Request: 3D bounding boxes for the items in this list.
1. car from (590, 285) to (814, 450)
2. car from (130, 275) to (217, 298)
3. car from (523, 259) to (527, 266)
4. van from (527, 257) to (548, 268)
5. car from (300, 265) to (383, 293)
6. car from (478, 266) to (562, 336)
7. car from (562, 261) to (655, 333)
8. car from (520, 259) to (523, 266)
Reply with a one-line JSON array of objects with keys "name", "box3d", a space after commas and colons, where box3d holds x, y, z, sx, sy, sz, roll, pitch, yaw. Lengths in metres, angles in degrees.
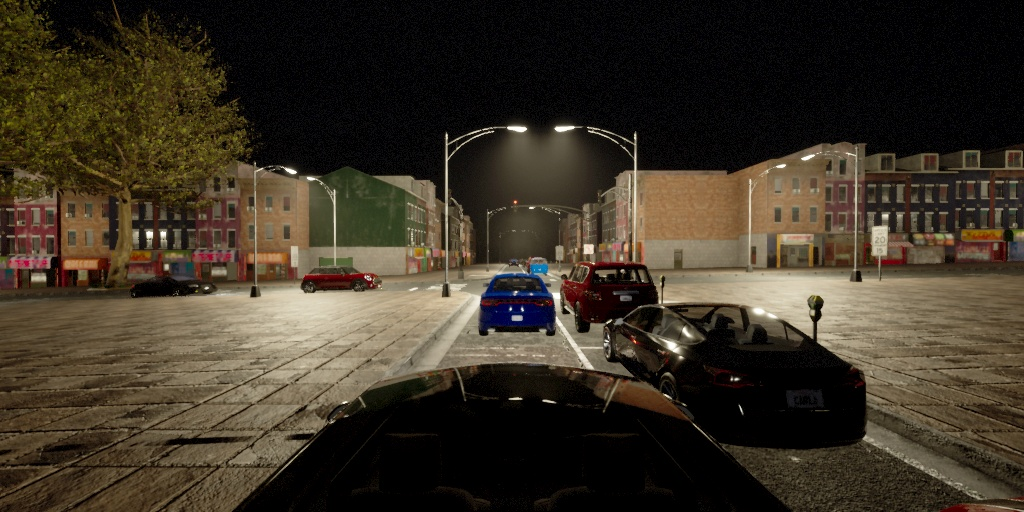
[{"name": "car", "box3d": [2.646, 1.315, 5.293, 1.948, 1.339, 4.313, 0, 0, 0]}, {"name": "car", "box3d": [-21.162, 1.889, 22.505, 4.181, 1.385, 1.994, -2, 1, 0]}, {"name": "car", "box3d": [2.779, 1.084, 42.462, 2.192, 1.841, 5.009, 0, 0, 0]}, {"name": "van", "box3d": [2.760, 1.104, 37.056, 1.690, 1.789, 3.998, 0, 0, 0]}, {"name": "car", "box3d": [-10.576, 1.369, 22.472, 4.553, 1.767, 2.097, -2, 1, 0]}, {"name": "car", "box3d": [0.144, 1.227, 10.419, 1.882, 1.535, 5.008, 0, 0, 1]}, {"name": "car", "box3d": [2.666, 1.064, 10.695, 2.192, 1.841, 5.009, 0, 0, 0]}, {"name": "car", "box3d": [2.856, 1.356, 64.087, 2.007, 1.370, 4.403, 0, 0, 0]}]
